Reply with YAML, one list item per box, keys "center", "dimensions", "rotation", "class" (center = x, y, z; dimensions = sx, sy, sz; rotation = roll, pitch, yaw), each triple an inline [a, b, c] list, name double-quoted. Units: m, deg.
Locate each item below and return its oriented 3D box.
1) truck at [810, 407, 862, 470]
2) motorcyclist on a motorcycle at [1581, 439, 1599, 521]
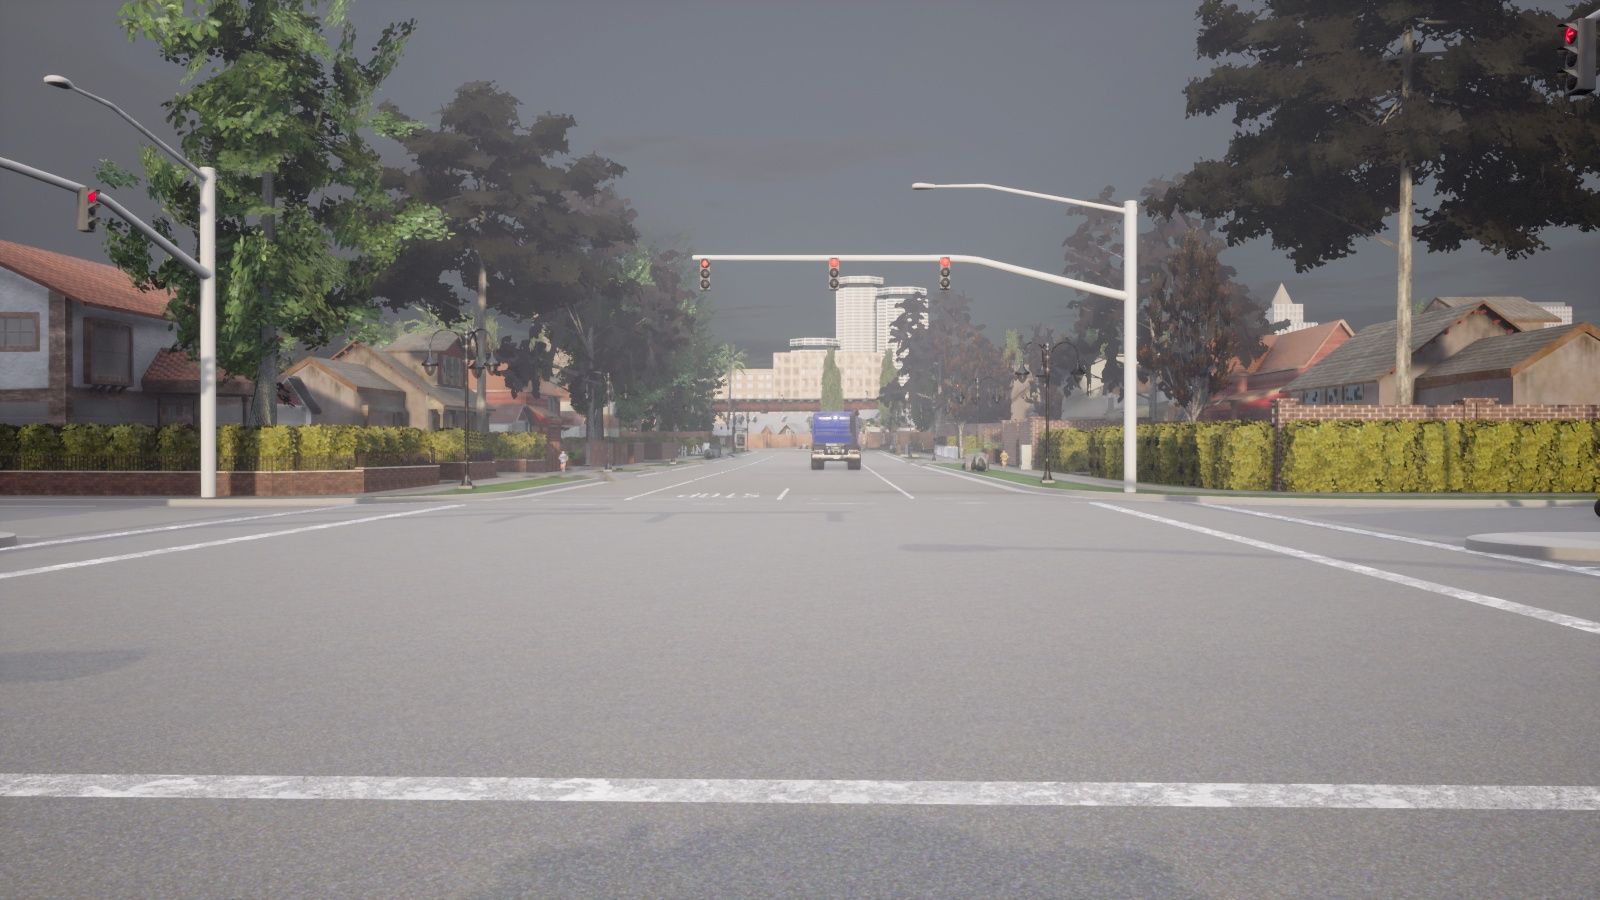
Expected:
- center: [2.069, -0.646, 73.077]
  dimensions: [2.891, 3.462, 7.936]
  rotation: [0, 0, 1]
  class: "truck"
- center: [16.364, 0.575, 24.398]
  dimensions: [1.817, 1.590, 0.866]
  rotation: [0, 0, 1]
  class: "motorcyclist on a motorcycle"
